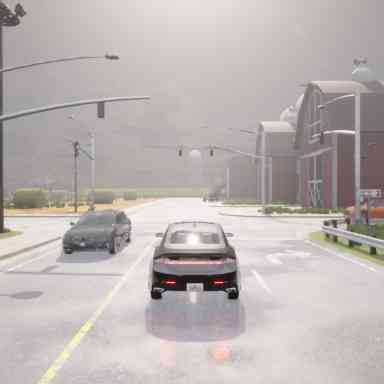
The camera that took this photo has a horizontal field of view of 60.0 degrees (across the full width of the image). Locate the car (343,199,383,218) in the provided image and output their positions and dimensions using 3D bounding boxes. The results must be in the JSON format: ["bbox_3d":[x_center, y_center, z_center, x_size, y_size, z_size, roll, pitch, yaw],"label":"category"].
[{"bbox_3d":[14.545,1.379,26.485,4.553,1.767,2.097,0,0,1],"label":"car"}]

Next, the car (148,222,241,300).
[{"bbox_3d":[0.064,1.492,8.395,2.128,1.511,4.902,0,0,0],"label":"car"}]

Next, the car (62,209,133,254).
[{"bbox_3d":[-3.645,1.504,13.504,1.837,1.490,4.892,0,0,0],"label":"car"}]

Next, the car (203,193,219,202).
[{"bbox_3d":[4.138,1.144,72.662,1.905,1.878,3.866,-8,3,-42],"label":"car"}]
